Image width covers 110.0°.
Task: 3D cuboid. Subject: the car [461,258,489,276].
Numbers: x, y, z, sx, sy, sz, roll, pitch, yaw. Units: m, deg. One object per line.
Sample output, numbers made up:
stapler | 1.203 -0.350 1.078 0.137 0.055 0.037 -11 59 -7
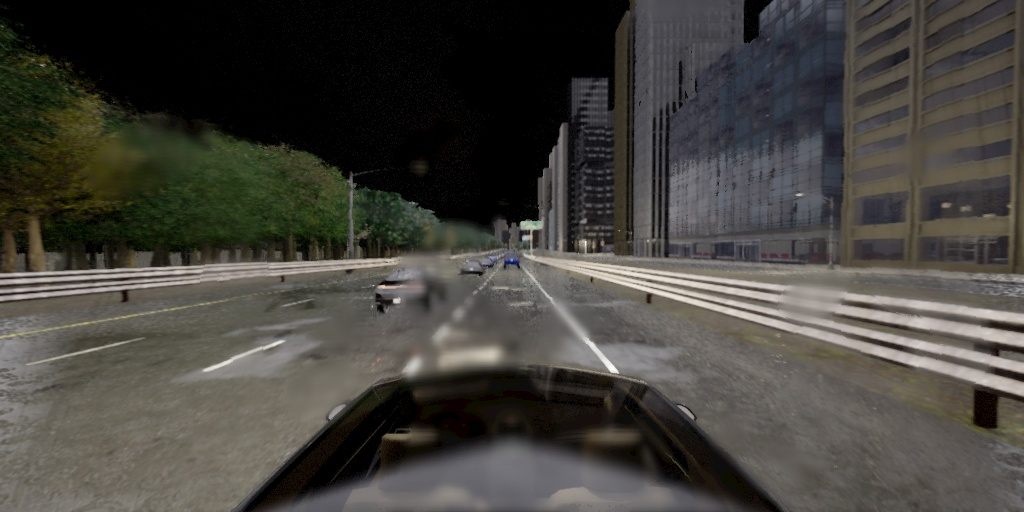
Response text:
car | -3.560 1.095 33.426 1.994 1.385 4.181 0 0 0

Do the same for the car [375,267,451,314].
car | -3.511 1.159 13.443 2.128 1.511 4.902 0 0 0

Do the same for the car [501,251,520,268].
car | -0.034 0.621 51.495 2.150 2.045 5.566 0 0 0

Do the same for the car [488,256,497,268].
car | -3.642 0.961 51.930 1.994 1.385 4.181 0 0 0
